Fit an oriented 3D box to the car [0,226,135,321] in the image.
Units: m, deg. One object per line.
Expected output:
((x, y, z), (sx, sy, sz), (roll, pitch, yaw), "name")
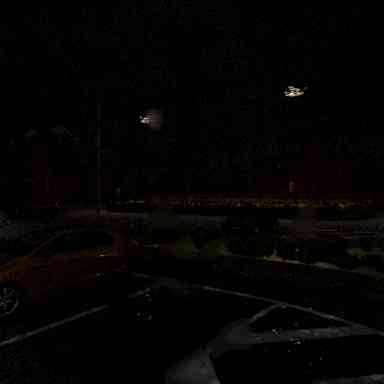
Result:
((-3.213, 1.556, 7.467), (1.816, 1.474, 4.193), (-1, 0, 36), "car")

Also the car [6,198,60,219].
((-15.000, 1.533, 31.600), (1.932, 1.855, 4.605), (-1, 0, 36), "car")

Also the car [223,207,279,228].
((3.342, 1.576, 18.601), (1.784, 1.438, 3.905), (-1, 0, 36), "car")
